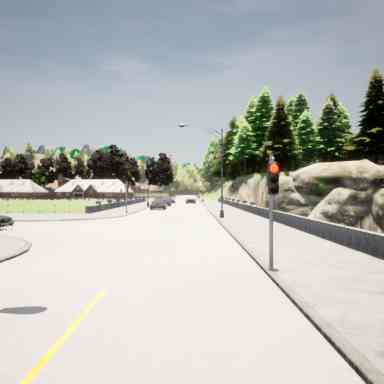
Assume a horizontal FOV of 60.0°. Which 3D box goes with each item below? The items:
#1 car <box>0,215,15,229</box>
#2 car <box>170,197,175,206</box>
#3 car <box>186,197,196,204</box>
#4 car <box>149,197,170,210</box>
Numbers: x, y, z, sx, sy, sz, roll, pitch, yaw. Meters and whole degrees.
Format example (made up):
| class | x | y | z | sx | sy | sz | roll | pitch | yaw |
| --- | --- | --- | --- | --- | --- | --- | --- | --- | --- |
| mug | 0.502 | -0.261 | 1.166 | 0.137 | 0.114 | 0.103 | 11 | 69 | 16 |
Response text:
| class | x | y | z | sx | sy | sz | roll | pitch | yaw |
| --- | --- | --- | --- | --- | --- | --- | --- | --- | --- |
| car | -13.329 | 1.547 | 19.248 | 5.357 | 1.411 | 2.033 | 0 | 0 | -1 |
| car | -4.270 | 1.547 | 53.154 | 2.033 | 1.411 | 5.357 | 0 | 0 | -1 |
| car | -0.207 | 1.600 | 63.384 | 1.895 | 1.301 | 4.718 | 0 | 0 | 0 |
| car | -4.240 | 1.525 | 42.674 | 1.812 | 1.442 | 4.674 | 0 | 0 | -1 |
